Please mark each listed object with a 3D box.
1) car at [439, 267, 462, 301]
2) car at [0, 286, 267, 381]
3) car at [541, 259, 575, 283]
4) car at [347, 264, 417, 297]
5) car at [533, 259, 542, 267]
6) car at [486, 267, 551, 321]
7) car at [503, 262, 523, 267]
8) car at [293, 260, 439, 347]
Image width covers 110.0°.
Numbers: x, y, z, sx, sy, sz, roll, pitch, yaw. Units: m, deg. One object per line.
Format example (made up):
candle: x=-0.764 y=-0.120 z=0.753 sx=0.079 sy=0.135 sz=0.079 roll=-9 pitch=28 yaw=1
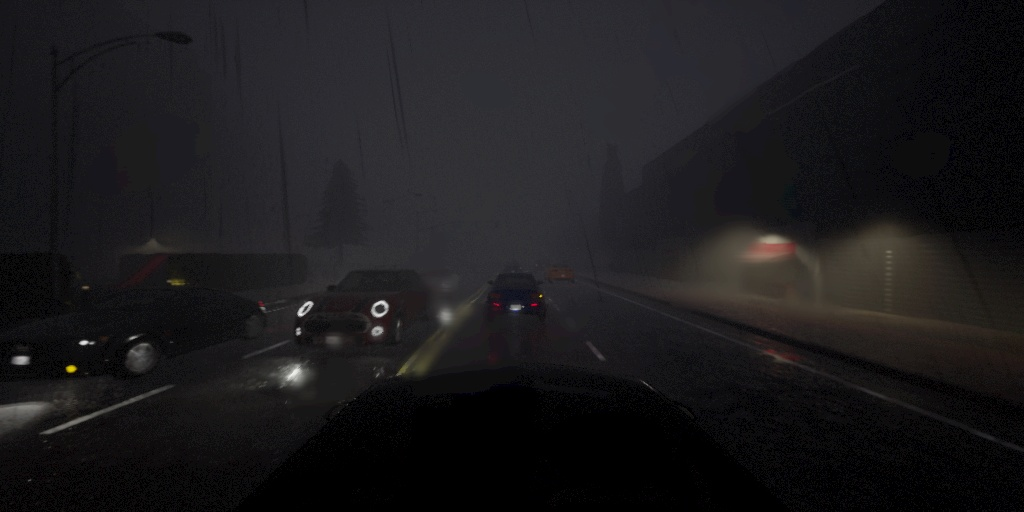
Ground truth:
car: x=-3.566 y=1.273 z=17.508 sx=1.812 sy=1.442 sz=4.674 roll=0 pitch=0 yaw=0
car: x=-7.054 y=1.313 z=7.150 sx=1.994 sy=1.385 sz=4.181 roll=0 pitch=0 yaw=0
car: x=3.591 y=1.222 z=27.702 sx=1.882 sy=1.535 sz=5.008 roll=0 pitch=0 yaw=0
car: x=-7.035 y=1.239 z=20.053 sx=2.128 sy=1.511 sz=4.902 roll=0 pitch=0 yaw=1
car: x=3.577 y=1.095 z=42.513 sx=2.097 sy=1.767 sz=4.553 roll=0 pitch=0 yaw=0
car: x=0.116 y=1.274 z=12.349 sx=1.812 sy=1.442 sz=4.674 roll=0 pitch=0 yaw=0
car: x=0.088 y=1.269 z=35.482 sx=1.812 sy=1.442 sz=4.674 roll=0 pitch=0 yaw=0
car: x=-3.533 y=1.101 z=9.402 sx=2.097 sy=1.767 sz=4.553 roll=0 pitch=0 yaw=1
